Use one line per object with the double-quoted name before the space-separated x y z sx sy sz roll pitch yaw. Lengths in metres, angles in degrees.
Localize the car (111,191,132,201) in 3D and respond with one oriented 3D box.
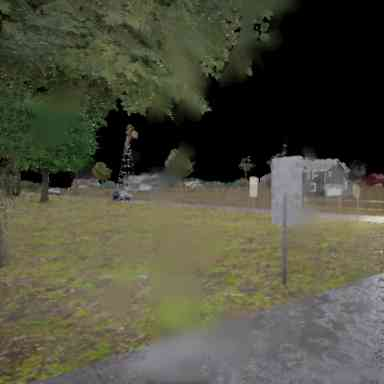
"car" -11.847 0.572 56.046 2.097 1.767 4.553 1 0 -36
